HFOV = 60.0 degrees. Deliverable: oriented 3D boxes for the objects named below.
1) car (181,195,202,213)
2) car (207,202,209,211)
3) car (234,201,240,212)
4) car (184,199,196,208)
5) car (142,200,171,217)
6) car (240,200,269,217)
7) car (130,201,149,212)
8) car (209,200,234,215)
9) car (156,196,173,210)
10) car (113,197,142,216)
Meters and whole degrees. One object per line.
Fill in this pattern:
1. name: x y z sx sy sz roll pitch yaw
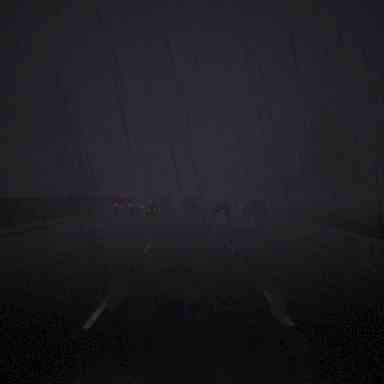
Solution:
1. car: -0.257 1.566 43.175 2.150 2.045 5.566 0 0 -1
2. car: 3.153 1.881 47.348 1.837 1.490 4.892 0 0 0
3. car: 6.647 1.902 44.772 2.033 1.411 5.357 0 0 0
4. car: -0.379 1.935 57.458 1.882 1.535 5.008 0 0 0
5. car: -3.695 1.830 35.428 2.033 1.411 5.357 0 0 0
6. car: 6.736 1.633 35.459 2.097 1.767 4.553 0 0 0
7. car: -7.342 1.975 46.783 1.895 1.301 4.718 0 0 0
8. car: 3.261 1.806 37.935 1.837 1.490 4.892 0 0 0
9. car: -3.859 1.586 45.675 2.150 2.045 5.566 0 0 0
10. car: -7.206 1.518 37.022 2.150 2.045 5.566 0 0 -1
